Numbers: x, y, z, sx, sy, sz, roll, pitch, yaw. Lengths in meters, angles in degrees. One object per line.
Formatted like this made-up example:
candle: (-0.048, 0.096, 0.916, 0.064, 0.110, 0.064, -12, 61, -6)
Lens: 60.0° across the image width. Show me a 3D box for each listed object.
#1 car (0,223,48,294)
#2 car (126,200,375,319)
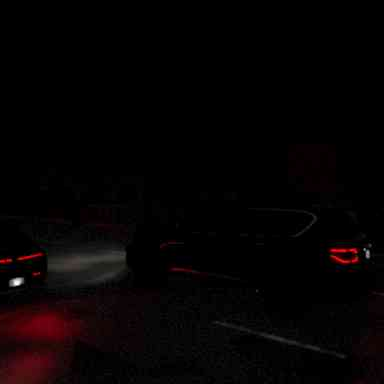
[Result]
car: (-5.337, 1.467, 7.799, 4.892, 1.490, 1.837, 0, 0, 35)
car: (0.998, 1.207, 7.578, 5.566, 2.045, 2.150, 0, 0, 35)
